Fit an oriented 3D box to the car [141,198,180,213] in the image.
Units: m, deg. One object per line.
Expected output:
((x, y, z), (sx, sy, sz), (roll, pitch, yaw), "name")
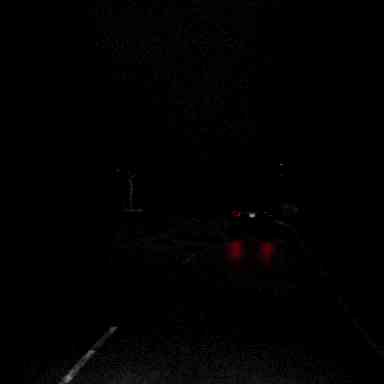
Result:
((-3.650, 1.460, 37.885), (4.553, 1.767, 2.097), (0, 0, 32), "car")

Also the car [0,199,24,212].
((-19.213, 1.443, 35.453), (4.674, 1.442, 1.812), (1, -1, -23), "car")

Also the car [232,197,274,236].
((3.518, 1.283, 19.297), (2.150, 2.045, 5.566), (0, 0, 11), "car")
